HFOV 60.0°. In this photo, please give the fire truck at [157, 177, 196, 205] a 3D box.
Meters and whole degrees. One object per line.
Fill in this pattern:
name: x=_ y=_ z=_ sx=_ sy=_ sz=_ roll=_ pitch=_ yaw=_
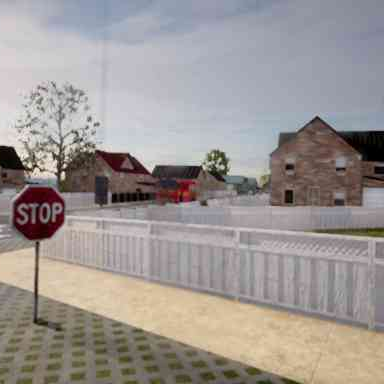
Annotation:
fire truck: x=-1.954 y=-0.102 z=47.247 sx=2.891 sy=3.827 sz=8.468 roll=2 pitch=1 yaw=19
